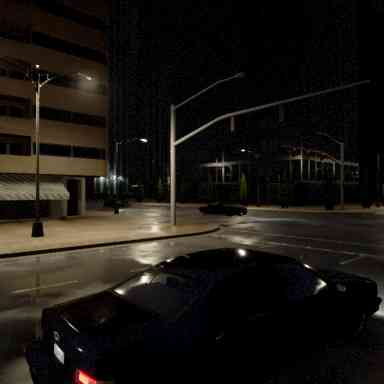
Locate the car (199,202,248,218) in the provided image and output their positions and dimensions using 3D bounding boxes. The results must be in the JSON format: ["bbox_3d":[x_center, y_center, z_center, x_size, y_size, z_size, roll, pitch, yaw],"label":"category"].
[{"bbox_3d":[2.908,1.656,31.422,1.895,1.301,4.718,0,0,-44],"label":"car"}]

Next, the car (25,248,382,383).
[{"bbox_3d":[0.696,1.547,4.703,5.357,1.411,2.033,0,0,-39],"label":"car"}]

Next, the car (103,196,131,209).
[{"bbox_3d":[-10.397,1.408,46.044,2.097,1.767,4.553,0,0,-42],"label":"car"}]
